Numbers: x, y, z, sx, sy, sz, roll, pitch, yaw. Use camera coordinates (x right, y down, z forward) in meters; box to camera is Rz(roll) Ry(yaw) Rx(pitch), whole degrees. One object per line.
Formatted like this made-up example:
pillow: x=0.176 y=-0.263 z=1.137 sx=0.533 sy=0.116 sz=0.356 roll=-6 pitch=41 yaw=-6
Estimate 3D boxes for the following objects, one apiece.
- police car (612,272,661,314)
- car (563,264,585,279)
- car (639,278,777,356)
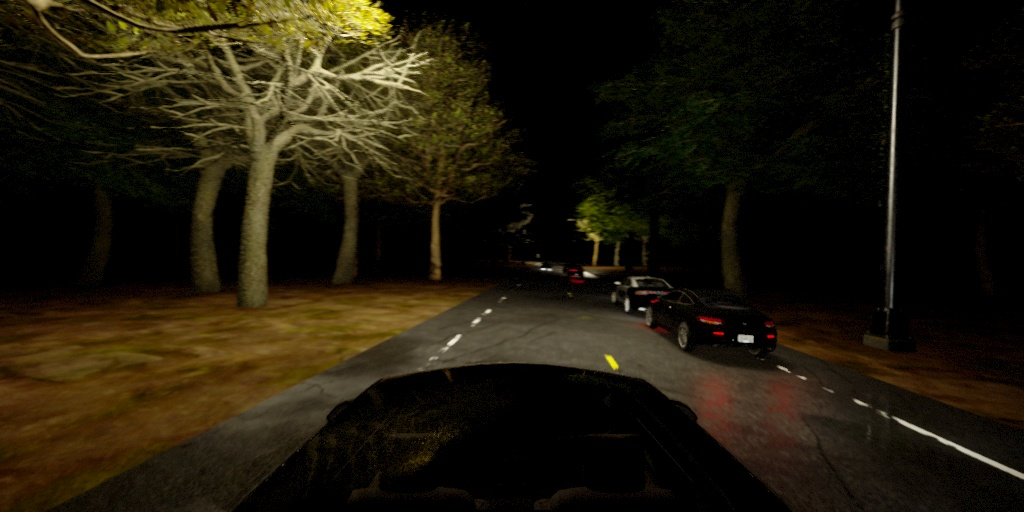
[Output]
police car: x=5.708 y=1.545 z=15.810 sx=1.930 sy=1.638 sz=5.238 roll=2 pitch=0 yaw=6
car: x=7.423 y=1.795 z=42.079 sx=1.837 sy=1.490 sz=4.892 roll=2 pitch=0 yaw=6
car: x=5.091 y=1.581 z=9.748 sx=1.812 sy=1.442 sz=4.674 roll=2 pitch=0 yaw=6
